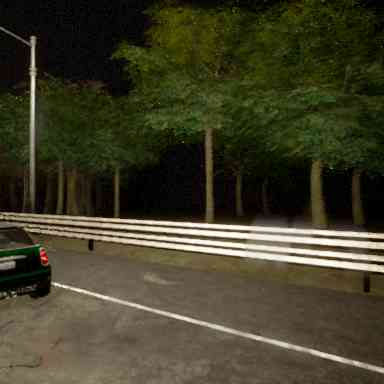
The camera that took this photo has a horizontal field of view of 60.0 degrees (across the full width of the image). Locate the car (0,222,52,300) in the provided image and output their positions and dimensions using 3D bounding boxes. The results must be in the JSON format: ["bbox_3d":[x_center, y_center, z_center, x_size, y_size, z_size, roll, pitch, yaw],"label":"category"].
[{"bbox_3d":[-5.264,1.455,7.661,4.553,1.767,2.097,-1,-1,36],"label":"car"}]
